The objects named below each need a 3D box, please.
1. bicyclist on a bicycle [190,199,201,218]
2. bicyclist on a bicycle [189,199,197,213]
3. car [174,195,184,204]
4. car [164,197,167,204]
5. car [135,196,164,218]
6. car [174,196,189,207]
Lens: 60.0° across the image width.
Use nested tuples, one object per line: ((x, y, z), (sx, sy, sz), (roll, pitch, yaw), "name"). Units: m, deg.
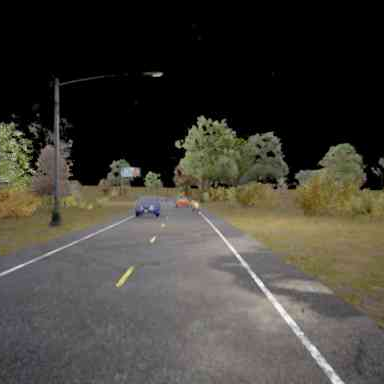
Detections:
((0.415, 1.581, 30.270), (0.866, 1.612, 1.509), (0, 0, -2), "bicyclist on a bicycle")
((0.120, 1.622, 39.686), (0.866, 1.612, 1.509), (0, 0, -3), "bicyclist on a bicycle")
((-2.927, 1.676, 74.616), (2.097, 1.767, 4.553), (0, 0, -5), "car")
((-6.291, 1.786, 72.695), (1.837, 1.490, 4.892), (0, 0, -4), "car")
((-4.197, 1.383, 32.559), (2.150, 2.045, 5.566), (0, -1, -2), "car")
((-1.633, 1.603, 56.203), (2.097, 1.767, 4.553), (0, 0, -3), "car")
